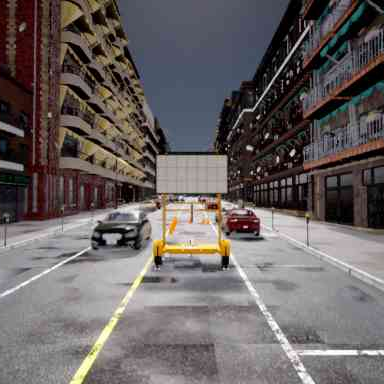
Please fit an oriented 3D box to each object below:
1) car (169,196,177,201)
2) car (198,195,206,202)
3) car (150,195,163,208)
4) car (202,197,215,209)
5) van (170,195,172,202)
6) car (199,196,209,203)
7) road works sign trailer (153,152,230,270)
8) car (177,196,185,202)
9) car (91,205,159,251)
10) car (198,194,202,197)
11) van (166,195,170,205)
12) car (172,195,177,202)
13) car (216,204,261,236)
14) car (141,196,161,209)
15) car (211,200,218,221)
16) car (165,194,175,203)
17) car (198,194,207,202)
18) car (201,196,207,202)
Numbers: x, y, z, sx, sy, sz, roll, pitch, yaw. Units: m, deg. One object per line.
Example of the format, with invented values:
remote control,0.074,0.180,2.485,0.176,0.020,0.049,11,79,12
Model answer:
car,-5.209,1.830,90.320,1.947,1.339,4.313,1,0,0
car,2.645,1.684,62.598,1.887,1.381,4.507,1,0,0
car,-5.245,1.399,46.078,2.192,1.841,5.009,2,0,0
car,2.623,1.614,40.474,1.887,1.381,4.507,1,0,0
van,-5.230,1.481,62.668,1.690,1.788,3.998,1,0,0
car,2.666,1.626,73.660,1.967,1.590,4.097,1,0,0
road works sign trailer,0.000,0.474,11.043,2.380,3.560,2.880,0,0,0
car,-2.676,1.687,76.090,2.128,1.511,4.902,0,0,0
car,-2.836,1.504,14.191,2.128,1.511,4.902,0,0,0
car,2.651,1.706,68.128,1.887,1.381,4.507,1,0,0
van,-5.235,1.459,57.136,1.690,1.788,3.998,2,0,0
car,-5.219,1.501,73.729,2.192,1.841,5.009,1,0,0
car,2.602,1.565,18.352,1.887,1.381,4.507,1,0,0
car,-5.256,1.594,40.376,1.752,1.417,4.829,2,0,0
car,2.608,1.555,24.054,1.752,1.417,4.829,1,0,0
car,-5.213,1.525,79.259,2.192,1.841,5.009,1,0,0
car,2.638,1.551,84.722,2.192,1.841,5.009,1,0,0
car,2.628,1.634,46.006,2.008,1.369,4.403,1,0,0
